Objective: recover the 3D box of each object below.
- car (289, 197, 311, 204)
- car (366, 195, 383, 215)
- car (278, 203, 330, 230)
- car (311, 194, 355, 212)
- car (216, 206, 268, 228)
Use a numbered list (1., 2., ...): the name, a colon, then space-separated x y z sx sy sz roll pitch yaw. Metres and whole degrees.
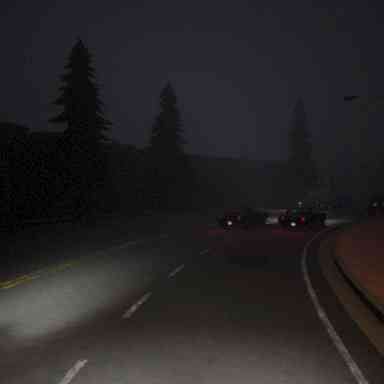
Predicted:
1. car: 14.374 1.406 42.418 4.553 1.767 2.097 0 0 -33
2. car: 19.751 1.321 33.264 5.566 2.045 2.150 0 0 -33
3. car: 7.259 1.628 21.558 1.895 1.301 4.718 0 0 34
4. car: 17.405 1.302 40.220 5.566 2.045 2.150 1 0 -33
5. car: 3.491 1.602 22.169 1.895 1.301 4.718 0 0 32
